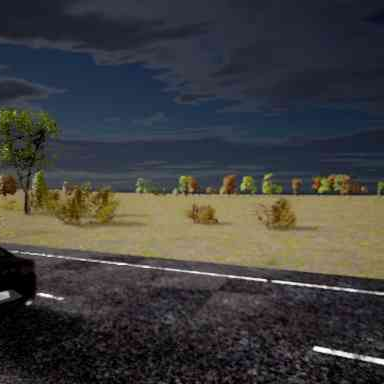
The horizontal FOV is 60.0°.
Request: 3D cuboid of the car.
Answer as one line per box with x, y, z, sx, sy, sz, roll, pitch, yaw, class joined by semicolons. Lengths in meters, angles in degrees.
-5.307;1.595;6.608;5.008;1.535;1.882;-1;-1;28;car
